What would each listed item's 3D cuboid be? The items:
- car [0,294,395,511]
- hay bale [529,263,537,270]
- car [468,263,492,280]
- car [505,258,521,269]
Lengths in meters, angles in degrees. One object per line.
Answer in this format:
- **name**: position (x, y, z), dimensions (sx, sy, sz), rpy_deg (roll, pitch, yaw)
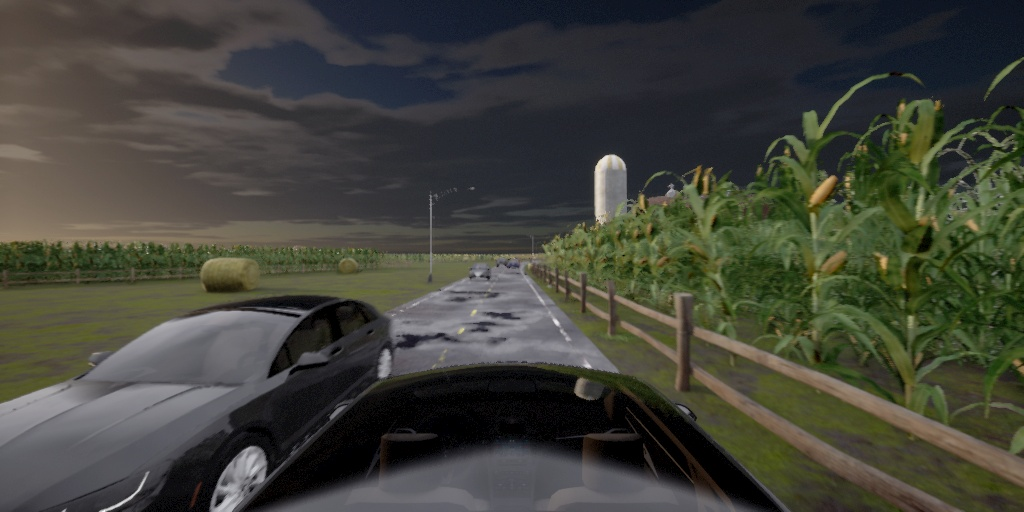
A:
- **car**: position (-2.818, 1.262, 4.027), dimensions (1.837, 1.490, 4.892), rpy_deg (0, -1, 0)
- **hay bale**: position (3.225, 1.659, 56.330), dimensions (1.220, 1.180, 1.240), rpy_deg (0, 0, 1)
- **car**: position (-2.857, 1.388, 32.797), dimensions (2.128, 1.511, 4.902), rpy_deg (0, 0, 0)
- **car**: position (0.275, 1.393, 64.413), dimensions (2.097, 1.767, 4.553), rpy_deg (0, 0, 2)
